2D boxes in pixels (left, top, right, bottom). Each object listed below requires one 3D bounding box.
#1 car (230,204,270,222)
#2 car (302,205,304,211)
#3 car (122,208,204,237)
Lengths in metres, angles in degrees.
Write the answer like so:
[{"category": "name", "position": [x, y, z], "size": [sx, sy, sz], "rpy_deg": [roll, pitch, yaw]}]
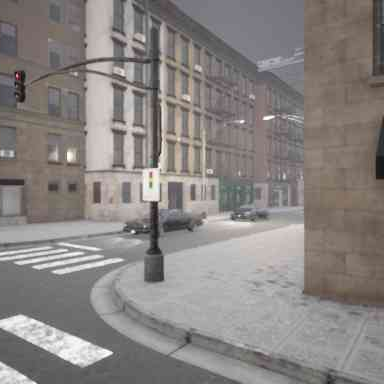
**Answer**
[{"category": "car", "position": [4.860, 1.696, 27.670], "size": [1.994, 1.385, 4.181], "rpy_deg": [0, 0, 36]}, {"category": "car", "position": [15.883, 1.586, 43.024], "size": [2.097, 1.767, 4.553], "rpy_deg": [0, 0, 36]}, {"category": "car", "position": [-1.415, 1.623, 18.892], "size": [2.033, 1.411, 5.357], "rpy_deg": [0, 0, 35]}]
